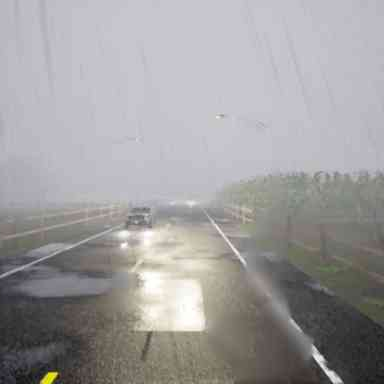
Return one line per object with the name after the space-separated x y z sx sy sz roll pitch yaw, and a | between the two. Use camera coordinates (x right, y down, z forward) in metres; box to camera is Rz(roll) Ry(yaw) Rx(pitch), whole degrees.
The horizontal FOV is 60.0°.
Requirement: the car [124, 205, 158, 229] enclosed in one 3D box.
-3.506 1.733 23.522 1.837 1.490 4.892 0 -1 0 | car
